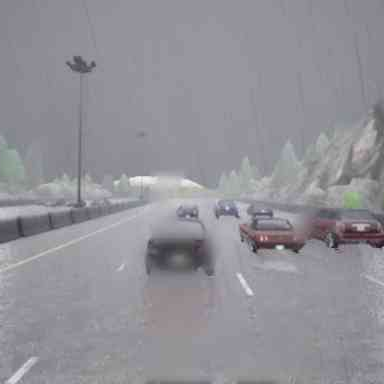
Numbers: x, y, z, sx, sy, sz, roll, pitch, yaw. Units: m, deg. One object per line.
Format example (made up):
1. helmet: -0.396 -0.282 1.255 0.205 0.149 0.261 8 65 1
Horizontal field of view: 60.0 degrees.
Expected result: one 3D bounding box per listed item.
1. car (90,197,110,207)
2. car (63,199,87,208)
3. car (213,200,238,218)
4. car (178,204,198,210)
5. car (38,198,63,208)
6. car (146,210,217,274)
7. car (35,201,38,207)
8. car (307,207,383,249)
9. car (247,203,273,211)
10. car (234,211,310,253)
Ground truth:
1. car: -14.530 1.547 52.666 2.097 1.767 4.553 0 0 0
2. car: -18.022 1.760 52.124 1.994 1.385 4.181 0 0 0
3. car: 3.154 1.518 31.757 2.097 1.767 4.553 0 0 0
4. car: -0.344 1.768 30.410 1.895 1.301 4.718 0 0 0
5. car: -21.526 1.690 52.163 2.128 1.511 4.902 0 0 0
6. car: -0.328 1.576 10.907 1.882 1.535 5.008 0 0 0
7. car: -24.985 1.752 57.377 2.033 1.411 5.357 0 0 0
8. car: 6.669 1.472 15.256 2.097 1.767 4.553 0 0 0
9. car: 6.653 1.729 32.864 1.994 1.385 4.181 0 0 0
10. car: 3.170 1.718 14.207 1.895 1.301 4.718 0 0 0
